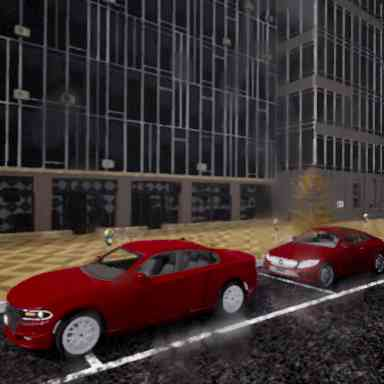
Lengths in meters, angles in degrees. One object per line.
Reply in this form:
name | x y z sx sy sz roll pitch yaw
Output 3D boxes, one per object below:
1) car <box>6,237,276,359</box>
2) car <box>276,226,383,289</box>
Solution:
car | -0.781 1.564 5.999 4.507 1.381 1.887 0 0 -35
car | 3.854 1.641 9.305 4.206 1.307 1.802 0 0 -35
